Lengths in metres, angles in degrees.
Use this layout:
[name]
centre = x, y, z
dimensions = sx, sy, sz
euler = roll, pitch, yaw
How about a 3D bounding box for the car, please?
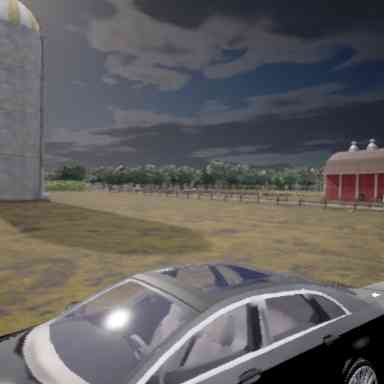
[car]
centre = -0.073, 1.514, 3.021
dimensions = 4.902, 1.511, 2.128
euler = 1, -1, -36
